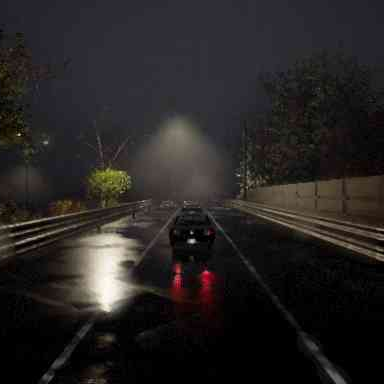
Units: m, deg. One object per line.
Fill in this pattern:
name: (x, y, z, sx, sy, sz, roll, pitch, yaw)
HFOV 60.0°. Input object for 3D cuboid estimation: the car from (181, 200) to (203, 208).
car: (-0.001, 1.498, 30.217, 2.128, 1.511, 4.902, 0, 0, 0)

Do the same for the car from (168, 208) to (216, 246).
car: (0.000, 1.617, 15.213, 1.895, 1.301, 4.718, 0, 0, 0)
